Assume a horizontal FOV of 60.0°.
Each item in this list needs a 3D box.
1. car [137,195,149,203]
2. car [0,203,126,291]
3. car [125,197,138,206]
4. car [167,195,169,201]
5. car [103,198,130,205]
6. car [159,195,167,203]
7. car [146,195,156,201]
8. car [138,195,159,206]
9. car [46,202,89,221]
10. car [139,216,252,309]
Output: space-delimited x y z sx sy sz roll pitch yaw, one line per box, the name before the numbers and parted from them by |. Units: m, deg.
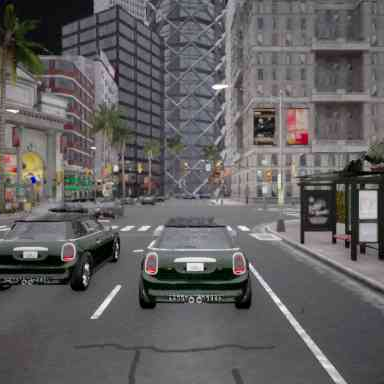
car | -10.406 1.500 70.453 1.837 1.490 4.892 0 0 0
car | -3.417 1.352 9.187 2.097 1.767 4.553 0 0 0
car | -10.516 1.564 54.309 1.994 1.385 4.181 0 0 0
car | -6.807 1.500 84.141 1.837 1.490 4.892 0 0 0
car | -7.062 1.547 28.645 2.033 1.411 5.357 0 0 0
car | -6.906 1.595 70.433 1.895 1.301 4.718 0 0 0
car | -10.327 1.500 84.034 1.837 1.490 4.892 0 0 0
car | -7.019 1.477 53.631 1.882 1.535 5.008 0 0 0
car | -10.562 1.601 28.541 1.895 1.301 4.718 0 0 0
car | 0.075 1.352 8.040 2.097 1.767 4.553 0 0 0
